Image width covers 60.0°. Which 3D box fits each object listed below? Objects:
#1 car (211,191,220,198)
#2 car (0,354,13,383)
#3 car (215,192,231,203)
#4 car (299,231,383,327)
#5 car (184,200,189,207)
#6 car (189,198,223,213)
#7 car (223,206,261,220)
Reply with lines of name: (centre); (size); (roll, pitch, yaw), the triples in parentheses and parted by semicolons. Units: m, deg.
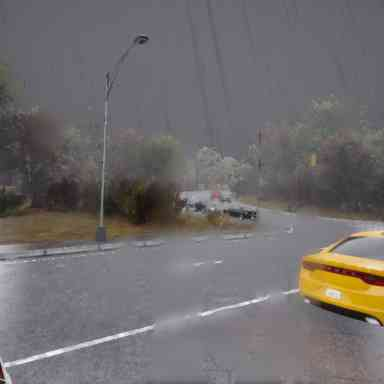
car: (5.695, 0.738, 78.949); (2.150, 2.045, 5.566); (2, 2, -1)
car: (-3.262, 1.353, 1.424); (4.553, 1.767, 2.097); (0, 0, -35)
car: (6.728, 1.463, 68.827); (1.837, 1.490, 4.892); (2, 2, -7)
car: (4.329, 1.542, 6.841); (5.008, 1.535, 1.882); (1, -1, -35)
car: (-1.081, 1.725, 52.672); (1.994, 1.385, 4.181); (2, 1, -14)
car: (1.740, 1.924, 43.085); (2.128, 1.511, 4.902); (2, 0, -19)
car: (5.074, 2.146, 34.280); (1.895, 1.301, 4.718); (3, -1, -22)
